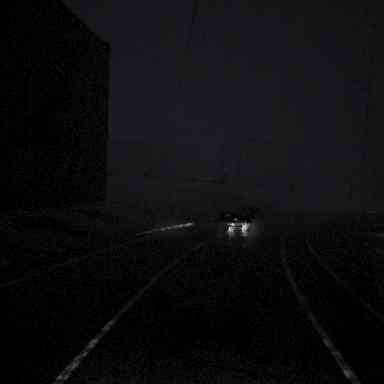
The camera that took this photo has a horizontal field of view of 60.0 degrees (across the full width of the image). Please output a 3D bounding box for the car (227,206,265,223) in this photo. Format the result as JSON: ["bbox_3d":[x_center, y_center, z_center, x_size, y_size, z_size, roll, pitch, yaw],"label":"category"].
[{"bbox_3d":[4.951,1.952,29.970,2.033,1.411,5.357,-2,-2,30],"label":"car"}]

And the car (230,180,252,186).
[{"bbox_3d":[9.077,-1.587,68.040,5.008,1.535,2.097,3,-5,-33],"label":"car"}]

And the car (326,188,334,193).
[{"bbox_3d":[35.592,-0.058,88.326,5.566,2.045,2.435,5,-6,-40],"label":"car"}]

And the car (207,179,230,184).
[{"bbox_3d":[4.434,-1.806,65.010,4.674,1.452,2.002,3,-5,-32],"label":"car"}]

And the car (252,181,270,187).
[{"bbox_3d":[13.634,-1.446,71.161,4.553,1.767,2.185,3,-5,-34],"label":"car"}]

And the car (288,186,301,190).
[{"bbox_3d":[22.697,-0.718,77.785,4.674,1.452,2.002,4,-6,-37],"label":"car"}]

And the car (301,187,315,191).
[{"bbox_3d":[26.963,-0.474,81.121,4.892,1.521,2.231,4,-6,-38],"label":"car"}]

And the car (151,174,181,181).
[{"bbox_3d":[-5.010,-2.313,59.260,4.892,1.521,2.231,2,-5,-31],"label":"car"}]

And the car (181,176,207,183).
[{"bbox_3d":[-0.273,-2.092,62.086,4.892,1.521,2.231,3,-5,-31],"label":"car"}]

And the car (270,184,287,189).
[{"bbox_3d":[18.281,-1.008,74.486,4.792,1.488,2.163,3,-5,-36],"label":"car"}]

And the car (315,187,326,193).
[{"bbox_3d":[31.320,-0.279,84.693,4.553,1.767,2.185,4,-6,-39],"label":"car"}]

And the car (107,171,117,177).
[{"bbox_3d":[-14.408,-2.851,53.682,4.553,1.767,2.185,2,-5,-31],"label":"car"}]
